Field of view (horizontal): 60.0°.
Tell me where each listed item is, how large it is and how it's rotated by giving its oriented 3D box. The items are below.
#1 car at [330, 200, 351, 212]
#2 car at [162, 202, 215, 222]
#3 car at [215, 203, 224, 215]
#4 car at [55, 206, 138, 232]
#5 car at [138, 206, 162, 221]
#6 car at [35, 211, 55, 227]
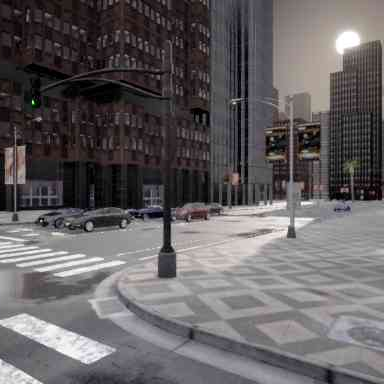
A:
[{"bbox_3d":[24.270,2.431,53.657,2.033,1.411,5.357,0,-1,34],"label":"car"},{"bbox_3d":[-0.233,1.738,30.612,2.097,1.767,4.553,0,-1,35],"label":"car"},{"bbox_3d":[1.974,2.010,39.359,1.837,1.490,4.892,0,-1,35],"label":"car"},{"bbox_3d":[-6.186,1.742,22.203,1.837,1.490,4.892,0,-1,35],"label":"car"},{"bbox_3d":[-3.902,1.958,31.066,1.895,1.301,4.718,0,-1,35],"label":"car"},{"bbox_3d":[-8.954,1.794,23.914,1.994,1.385,4.181,0,-1,35],"label":"car"}]
